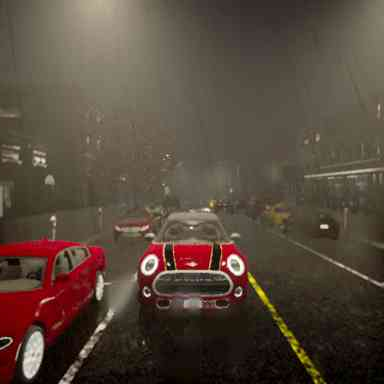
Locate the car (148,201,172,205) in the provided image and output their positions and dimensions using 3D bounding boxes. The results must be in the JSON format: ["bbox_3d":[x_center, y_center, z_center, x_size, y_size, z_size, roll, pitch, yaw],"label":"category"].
[{"bbox_3d":[-2.651,1.502,22.001,2.008,1.369,4.403,-1,0,0],"label":"car"}]

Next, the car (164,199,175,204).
[{"bbox_3d":[-2.640,1.521,27.550,1.802,1.307,4.206,-1,0,0],"label":"car"}]

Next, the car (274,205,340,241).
[{"bbox_3d":[5.719,1.529,16.439,1.947,1.339,4.313,-1,0,0],"label":"car"}]

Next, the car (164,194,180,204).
[{"bbox_3d":[-2.610,1.217,44.194,2.192,1.841,5.009,-1,0,0],"label":"car"}]

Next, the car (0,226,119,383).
[{"bbox_3d":[-2.683,1.533,5.357,1.887,1.381,4.507,-1,0,0],"label":"car"}]

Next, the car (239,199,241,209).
[{"bbox_3d":[5.762,1.496,38.632,1.802,1.307,4.206,-1,0,0],"label":"car"}]

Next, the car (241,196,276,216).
[{"bbox_3d":[5.738,1.254,27.536,2.192,1.841,5.009,-1,0,0],"label":"car"}]

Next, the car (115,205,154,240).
[{"bbox_3d":[-2.661,1.546,16.453,1.802,1.307,4.206,-1,0,0],"label":"car"}]

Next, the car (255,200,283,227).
[{"bbox_3d":[5.731,1.476,22.156,1.752,1.417,4.829,-1,0,0],"label":"car"}]

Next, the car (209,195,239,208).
[{"bbox_3d":[3.153,1.415,34.168,2.128,1.511,4.902,0,0,0],"label":"car"}]

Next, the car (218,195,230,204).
[{"bbox_3d":[5.805,1.389,60.996,1.752,1.417,4.829,-1,0,0],"label":"car"}]

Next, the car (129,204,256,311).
[{"bbox_3d":[0.015,1.334,7.980,2.097,1.767,4.553,0,0,0],"label":"car"}]
